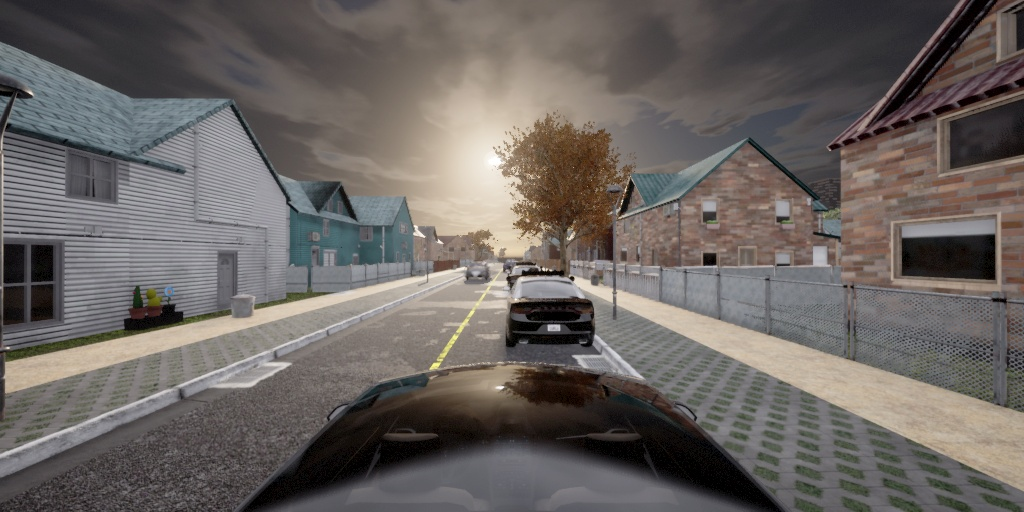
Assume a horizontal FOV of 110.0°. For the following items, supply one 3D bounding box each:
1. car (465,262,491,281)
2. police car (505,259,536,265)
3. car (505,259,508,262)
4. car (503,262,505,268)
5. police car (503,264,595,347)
[{"bbox_3d":[-2.862,1.259,30.729,2.128,1.511,4.902,0,0,0],"label":"car"},{"bbox_3d":[0.757,1.184,19.476,1.930,1.638,5.238,0,0,0],"label":"police car"},{"bbox_3d":[0.733,1.113,25.336,2.097,1.767,4.553,0,0,0],"label":"car"},{"bbox_3d":[-0.141,1.214,49.072,2.097,1.767,4.553,0,0,0],"label":"car"},{"bbox_3d":[0.796,1.178,9.476,1.930,1.638,5.238,0,0,0],"label":"police car"}]
